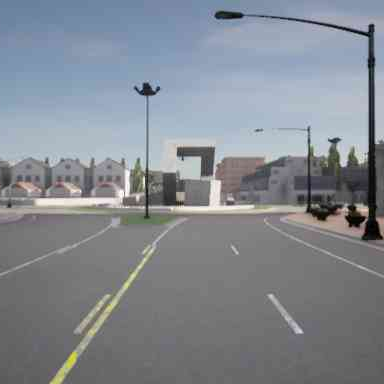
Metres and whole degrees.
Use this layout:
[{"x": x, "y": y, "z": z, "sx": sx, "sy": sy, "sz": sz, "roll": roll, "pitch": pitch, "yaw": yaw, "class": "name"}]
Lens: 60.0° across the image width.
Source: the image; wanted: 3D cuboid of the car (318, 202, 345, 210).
[{"x": 20.617, "y": 2.061, "z": 48.984, "sx": 4.718, "sy": 1.301, "sz": 1.895, "roll": 0, "pitch": -1, "yaw": -40, "class": "car"}]
